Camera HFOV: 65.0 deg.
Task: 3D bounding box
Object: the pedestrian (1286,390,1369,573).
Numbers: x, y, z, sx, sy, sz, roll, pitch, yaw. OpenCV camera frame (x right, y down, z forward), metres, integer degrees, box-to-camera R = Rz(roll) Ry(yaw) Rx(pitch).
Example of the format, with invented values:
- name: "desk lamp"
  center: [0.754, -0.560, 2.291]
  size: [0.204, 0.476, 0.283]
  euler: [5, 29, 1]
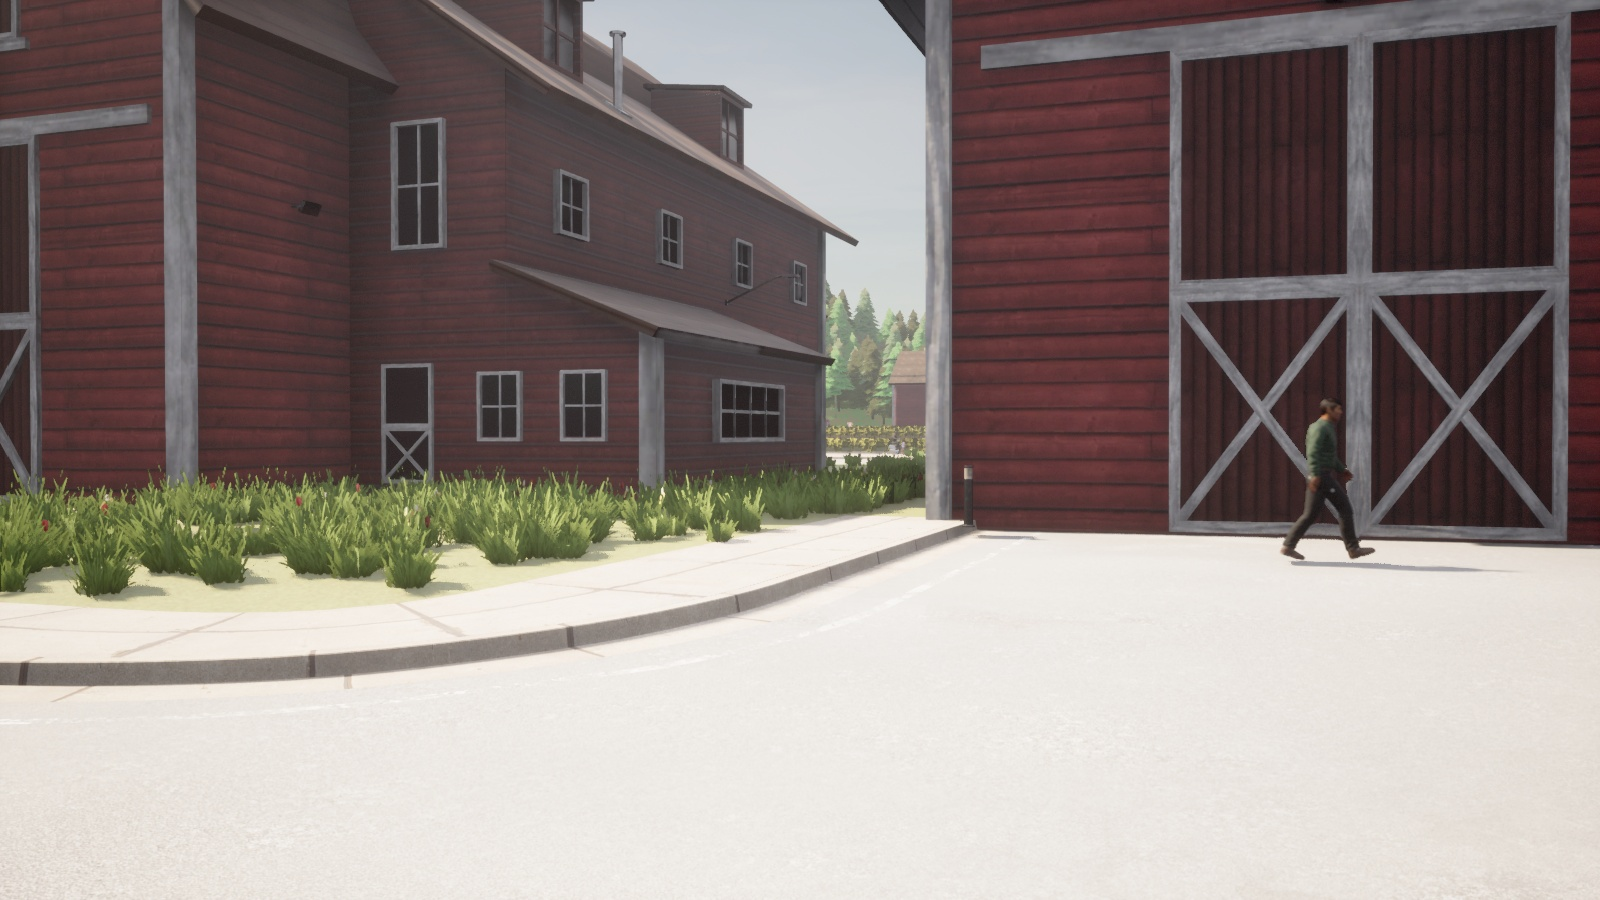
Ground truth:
- name: "pedestrian"
  center: [5.748, 0.327, 13.710]
  size: [0.788, 1.949, 0.423]
  euler: [1, 1, 20]
